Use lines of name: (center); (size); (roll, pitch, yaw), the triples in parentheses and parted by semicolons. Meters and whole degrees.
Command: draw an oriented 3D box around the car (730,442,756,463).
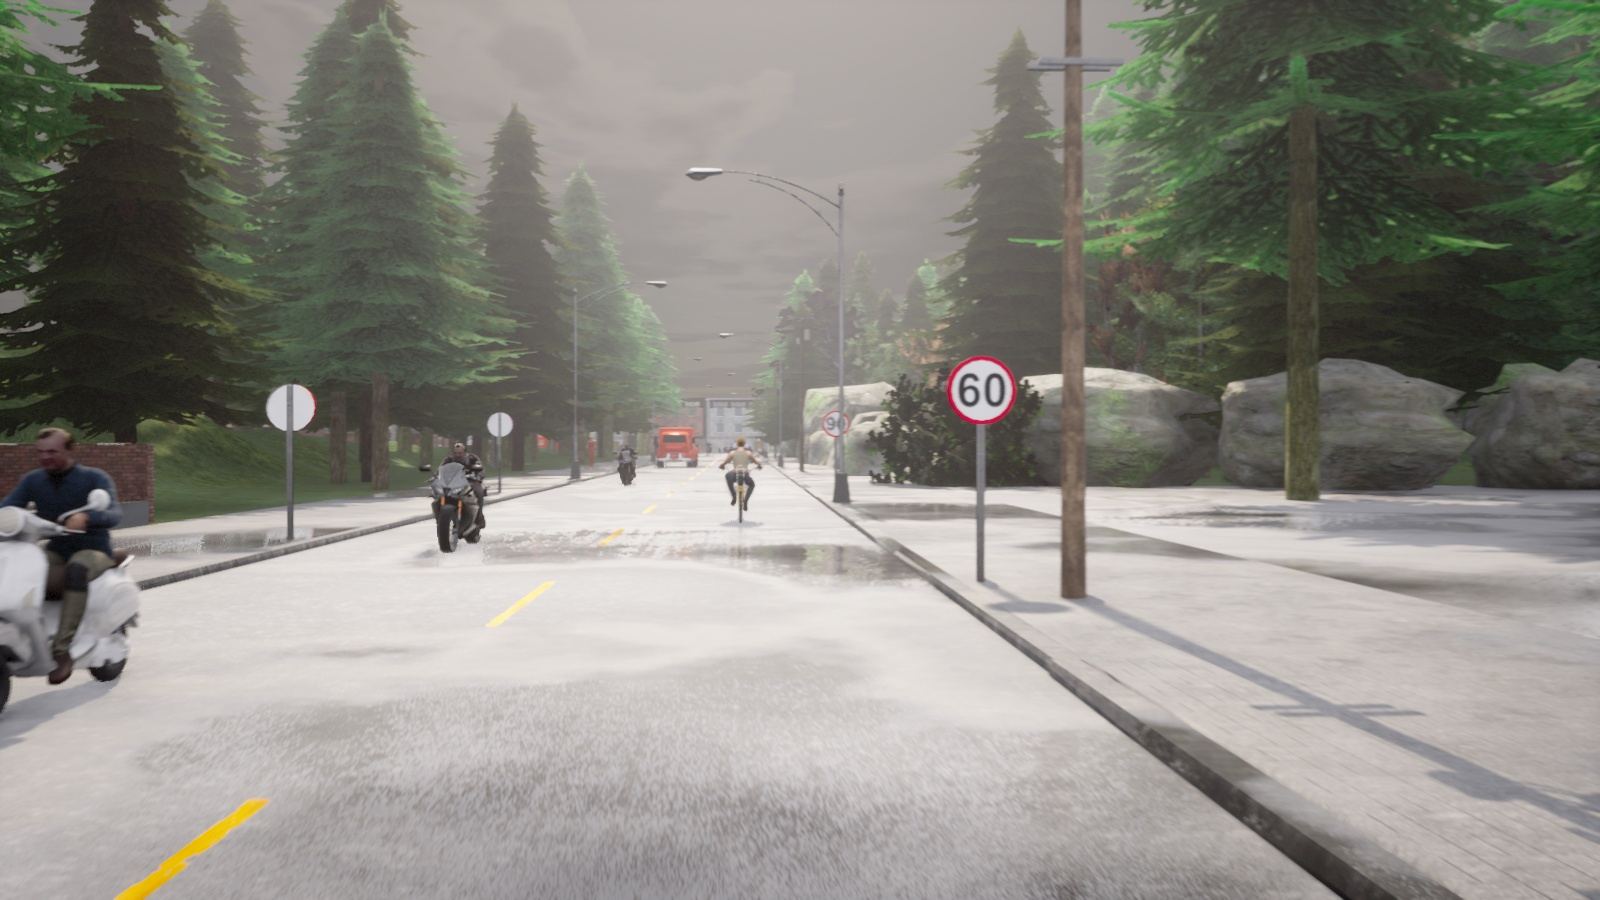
car: (-4.244, 0.190, 93.776); (1.882, 1.535, 5.008); (0, 0, -3)

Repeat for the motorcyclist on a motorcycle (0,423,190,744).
motorcyclist on a motorcycle: (-4.304, 0.658, 7.124); (0.866, 1.590, 1.817); (0, 0, -3)

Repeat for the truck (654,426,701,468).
truck: (-7.540, -0.183, 78.035); (2.627, 2.467, 5.204); (0, 0, -3)

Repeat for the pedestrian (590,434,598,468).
pedestrian: (-11.478, 0.055, 69.956); (0.345, 1.836, 0.594); (0, 0, -5)

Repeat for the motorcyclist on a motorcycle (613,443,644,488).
motorcyclist on a motorcycle: (-6.019, 0.528, 44.212); (0.866, 1.530, 2.191); (0, 0, -3)

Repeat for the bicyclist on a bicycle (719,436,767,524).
bicyclist on a bicycle: (-1.080, 0.547, 23.851); (0.866, 1.612, 1.509); (0, 0, -2)

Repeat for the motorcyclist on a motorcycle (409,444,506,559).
motorcyclist on a motorcycle: (-4.797, 0.679, 17.762); (0.866, 1.530, 2.191); (0, 0, -3)
